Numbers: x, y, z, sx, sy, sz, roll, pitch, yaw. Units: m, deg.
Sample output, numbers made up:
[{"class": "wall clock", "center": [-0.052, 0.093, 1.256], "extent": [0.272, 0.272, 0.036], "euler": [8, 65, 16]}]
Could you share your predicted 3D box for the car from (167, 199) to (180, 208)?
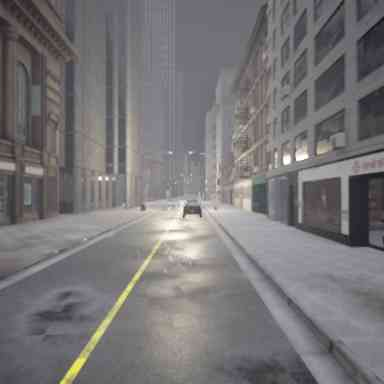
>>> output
[{"class": "car", "center": [-3.056, 1.927, 56.898], "extent": [1.812, 1.442, 4.674], "euler": [0, 0, 1]}]

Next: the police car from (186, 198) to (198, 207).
[{"class": "police car", "center": [-0.004, 1.938, 61.322], "extent": [2.038, 1.542, 4.974], "euler": [0, -1, 0]}]

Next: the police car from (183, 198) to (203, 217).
[{"class": "police car", "center": [0.061, 1.662, 34.593], "extent": [1.930, 1.638, 5.238], "euler": [0, -1, 0]}]
